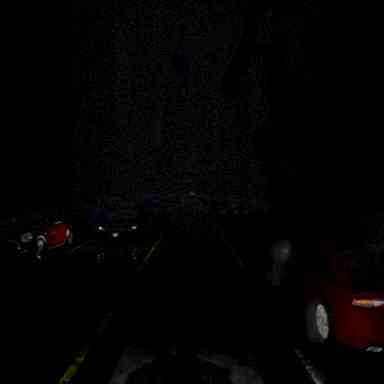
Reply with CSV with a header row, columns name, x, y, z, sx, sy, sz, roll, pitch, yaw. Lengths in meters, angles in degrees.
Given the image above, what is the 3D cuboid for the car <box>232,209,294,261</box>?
name,x,y,z,sx,sy,sz,roll,pitch,yaw
car,2.757,1.518,11.842,1.947,1.339,4.313,0,0,0

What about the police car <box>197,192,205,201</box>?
name,x,y,z,sx,sy,sz,roll,pitch,yaw
police car,2.350,1.148,75.203,1.930,1.638,5.238,0,0,0

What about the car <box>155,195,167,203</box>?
name,x,y,z,sx,sy,sz,roll,pitch,yaw
car,-5.779,1.330,62.560,1.947,1.339,4.313,0,0,0

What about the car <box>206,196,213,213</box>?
name,x,y,z,sx,sy,sz,roll,pitch,yaw
car,2.752,1.431,34.386,1.947,1.339,4.313,0,0,0

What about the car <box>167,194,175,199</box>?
name,x,y,z,sx,sy,sz,roll,pitch,yaw
car,-5.785,1.259,90.744,1.802,1.307,4.206,0,0,0

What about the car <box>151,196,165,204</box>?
name,x,y,z,sx,sy,sz,roll,pitch,yaw
car,-5.778,1.350,56.924,1.947,1.339,4.313,0,0,0

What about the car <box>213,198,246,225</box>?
name,x,y,z,sx,sy,sz,roll,pitch,yaw
car,2.754,1.348,23.113,1.967,1.590,4.097,0,0,0

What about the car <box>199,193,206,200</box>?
name,x,y,z,sx,sy,sz,roll,pitch,yaw
car,2.746,1.347,62.568,1.802,1.307,4.206,0,0,0

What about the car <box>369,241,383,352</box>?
name,x,y,z,sx,sy,sz,roll,pitch,yaw
car,2.759,1.313,0.568,2.192,1.841,5.009,0,0,0

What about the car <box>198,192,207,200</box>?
name,x,y,z,sx,sy,sz,roll,pitch,yaw
car,2.739,1.009,85.111,2.192,1.841,5.009,0,0,0

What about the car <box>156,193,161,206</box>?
name,x,y,z,sx,sy,sz,roll,pitch,yaw
car,-5.776,1.264,45.650,1.967,1.590,4.097,0,0,0

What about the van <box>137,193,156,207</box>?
name,x,y,z,sx,sy,sz,roll,pitch,yaw
van,-5.775,1.185,40.013,1.690,1.788,3.998,0,0,0

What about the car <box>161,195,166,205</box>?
name,x,y,z,sx,sy,sz,roll,pitch,yaw
car,-5.778,1.119,51.287,2.192,1.841,5.009,0,0,0

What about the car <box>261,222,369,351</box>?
name,x,y,z,sx,sy,sz,roll,pitch,yaw
car,2.758,1.520,6.205,1.887,1.381,4.507,0,0,0

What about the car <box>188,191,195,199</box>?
name,x,y,z,sx,sy,sz,roll,pitch,yaw
car,-0.020,1.171,93.133,2.128,1.511,4.902,0,0,0

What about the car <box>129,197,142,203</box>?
name,x,y,z,sx,sy,sz,roll,pitch,yaw
car,-5.772,1.411,28.571,1.752,1.417,4.829,0,0,0

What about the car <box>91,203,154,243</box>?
name,x,y,z,sx,sy,sz,roll,pitch,yaw
car,-3.104,1.462,15.817,1.812,1.442,4.674,0,0,0

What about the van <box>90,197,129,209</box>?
name,x,y,z,sx,sy,sz,roll,pitch,yaw
van,-5.771,1.248,23.104,1.690,1.788,3.998,0,0,0

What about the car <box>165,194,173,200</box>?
name,x,y,z,sx,sy,sz,roll,pitch,yaw
car,-5.784,1.219,84.937,1.752,1.417,4.829,0,0,0

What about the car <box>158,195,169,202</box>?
name,x,y,z,sx,sy,sz,roll,pitch,yaw
car,-5.780,1.296,68.197,2.008,1.369,4.403,0,0,0

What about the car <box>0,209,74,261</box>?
name,x,y,z,sx,sy,sz,roll,pitch,yaw
car,-5.768,1.392,11.831,1.967,1.590,4.097,0,0,0

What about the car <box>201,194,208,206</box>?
name,x,y,z,sx,sy,sz,roll,pitch,yaw
car,2.748,1.386,51.295,1.802,1.307,4.206,0,0,0

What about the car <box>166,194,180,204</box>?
name,x,y,z,sx,sy,sz,roll,pitch,yaw
car,-3.070,1.348,56.739,1.994,1.385,4.181,0,0,0

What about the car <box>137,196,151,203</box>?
name,x,y,z,sx,sy,sz,roll,pitch,yaw
car,-5.773,1.415,34.377,2.008,1.369,4.403,0,0,0
